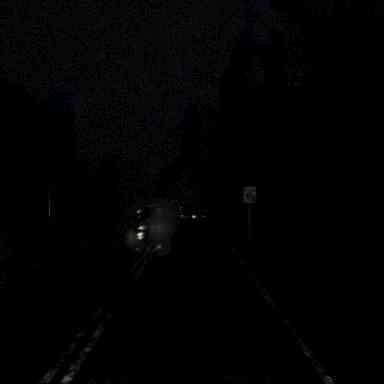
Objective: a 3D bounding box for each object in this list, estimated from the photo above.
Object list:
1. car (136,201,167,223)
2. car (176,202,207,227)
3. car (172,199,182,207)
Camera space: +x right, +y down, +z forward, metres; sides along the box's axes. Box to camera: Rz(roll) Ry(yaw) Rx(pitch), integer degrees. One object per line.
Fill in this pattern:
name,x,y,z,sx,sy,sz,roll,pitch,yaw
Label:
car,-3.305,1.543,27.662,2.097,1.767,4.553,0,-1,0
car,0.133,1.696,24.224,2.033,1.411,5.357,0,-1,0
car,-3.041,2.269,69.148,1.882,1.535,5.008,0,-1,0
